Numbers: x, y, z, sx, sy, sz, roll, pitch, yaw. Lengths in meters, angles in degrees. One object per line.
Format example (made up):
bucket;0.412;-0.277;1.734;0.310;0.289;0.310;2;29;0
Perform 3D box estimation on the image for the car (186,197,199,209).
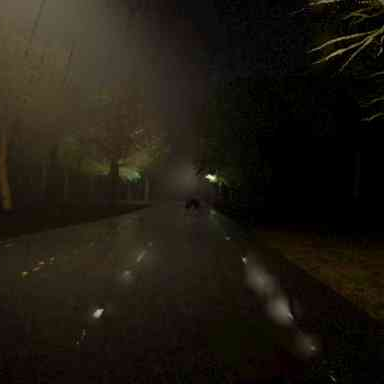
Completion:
car;0.097;1.614;48.175;1.837;1.490;4.892;0;0;0
